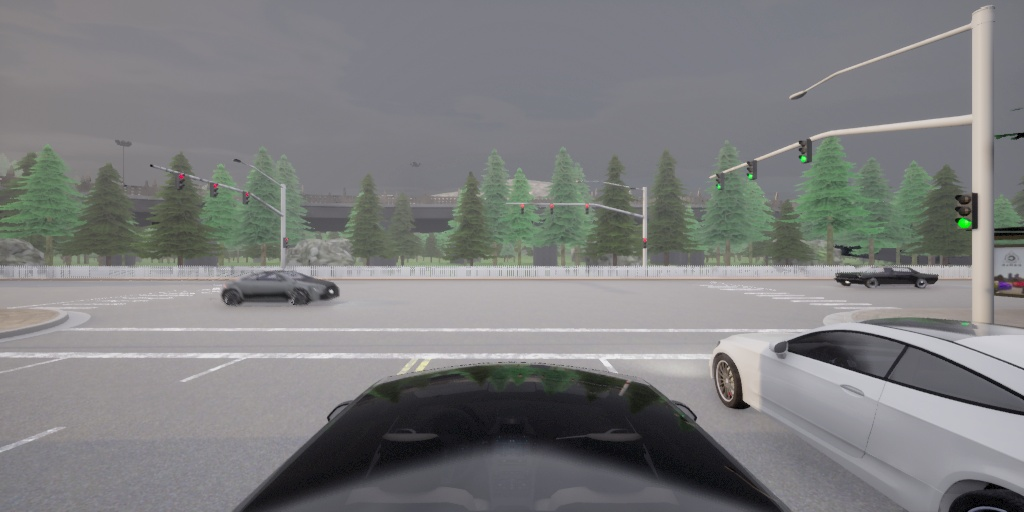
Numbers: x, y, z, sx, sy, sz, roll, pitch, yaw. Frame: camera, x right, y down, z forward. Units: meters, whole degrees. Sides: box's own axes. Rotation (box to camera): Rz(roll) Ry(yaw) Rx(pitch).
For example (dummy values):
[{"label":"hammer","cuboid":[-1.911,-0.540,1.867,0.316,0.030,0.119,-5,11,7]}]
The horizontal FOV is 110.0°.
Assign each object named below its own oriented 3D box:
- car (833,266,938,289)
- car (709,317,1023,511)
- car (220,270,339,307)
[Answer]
[{"label":"car","cuboid":[22.865,1.295,22.071,4.718,1.301,1.895,0,0,0]},{"label":"car","cuboid":[3.657,1.276,3.168,1.812,1.442,4.674,0,0,2]},{"label":"car","cuboid":[-9.522,1.294,14.905,4.181,1.385,1.994,0,0,0]}]
